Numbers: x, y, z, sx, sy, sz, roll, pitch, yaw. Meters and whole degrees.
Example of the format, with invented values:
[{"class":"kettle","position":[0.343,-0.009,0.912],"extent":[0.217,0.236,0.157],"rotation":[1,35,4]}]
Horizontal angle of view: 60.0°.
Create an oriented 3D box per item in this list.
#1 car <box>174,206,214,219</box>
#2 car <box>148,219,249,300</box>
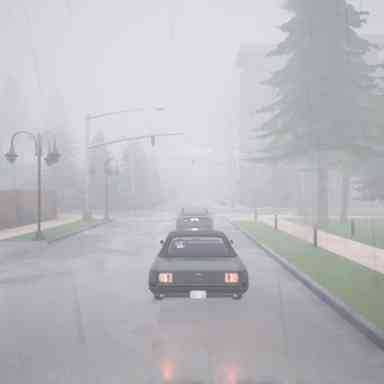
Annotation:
[{"class":"car","position":[0.130,1.504,17.603],"extent":[1.837,1.490,4.892],"rotation":[0,0,0]},{"class":"car","position":[0.118,1.601,8.341],"extent":[1.895,1.301,4.718],"rotation":[0,0,0]}]
